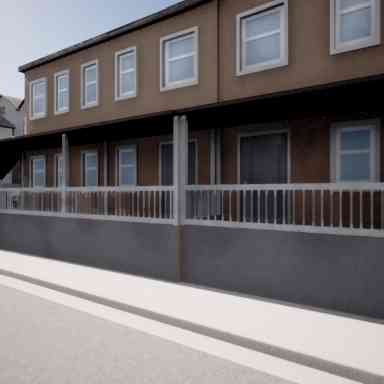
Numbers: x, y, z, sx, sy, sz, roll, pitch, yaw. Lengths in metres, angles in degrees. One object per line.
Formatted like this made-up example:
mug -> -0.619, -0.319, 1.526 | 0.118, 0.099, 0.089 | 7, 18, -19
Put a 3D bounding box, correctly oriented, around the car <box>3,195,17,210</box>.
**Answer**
car -> -15.560, 1.057, 28.146 | 1.994, 1.385, 4.181 | 0, 14, 35
